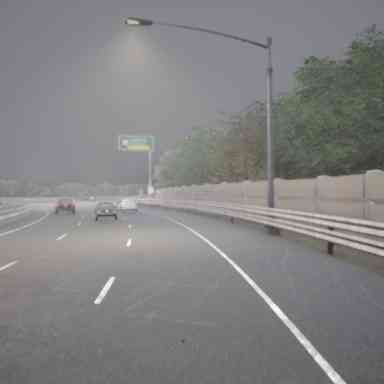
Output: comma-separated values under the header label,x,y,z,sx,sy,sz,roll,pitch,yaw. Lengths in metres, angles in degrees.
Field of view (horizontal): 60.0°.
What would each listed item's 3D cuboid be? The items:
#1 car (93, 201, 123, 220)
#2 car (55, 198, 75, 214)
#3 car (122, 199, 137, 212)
label,x,y,z,sx,sy,sz,roll,pitch,yaw
car,-7.643,1.630,29.369,2.033,1.411,5.357,-1,0,-17
car,-14.870,1.514,38.875,2.097,1.767,4.553,-1,0,-22
car,-7.849,1.609,40.233,1.812,1.442,4.674,0,0,-22
